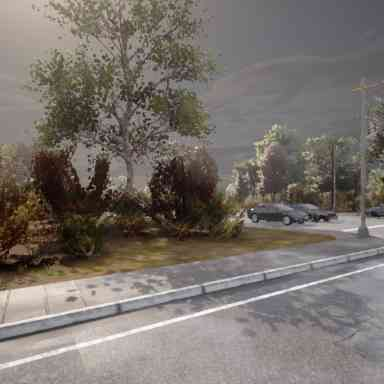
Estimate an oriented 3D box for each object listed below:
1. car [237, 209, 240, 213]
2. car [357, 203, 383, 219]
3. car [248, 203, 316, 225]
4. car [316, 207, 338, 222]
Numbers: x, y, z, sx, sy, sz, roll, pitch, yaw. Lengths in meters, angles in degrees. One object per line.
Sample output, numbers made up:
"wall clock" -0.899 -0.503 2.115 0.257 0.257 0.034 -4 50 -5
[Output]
"car" 2.369 1.468 34.912 2.150 2.045 5.566 0 -1 -43
"car" 16.857 1.598 27.939 2.033 1.411 5.357 0 0 -33
"car" 6.343 1.596 24.846 1.837 1.490 4.892 0 -1 -39
"car" 9.000 1.640 27.173 2.033 1.411 5.357 0 -1 -39
